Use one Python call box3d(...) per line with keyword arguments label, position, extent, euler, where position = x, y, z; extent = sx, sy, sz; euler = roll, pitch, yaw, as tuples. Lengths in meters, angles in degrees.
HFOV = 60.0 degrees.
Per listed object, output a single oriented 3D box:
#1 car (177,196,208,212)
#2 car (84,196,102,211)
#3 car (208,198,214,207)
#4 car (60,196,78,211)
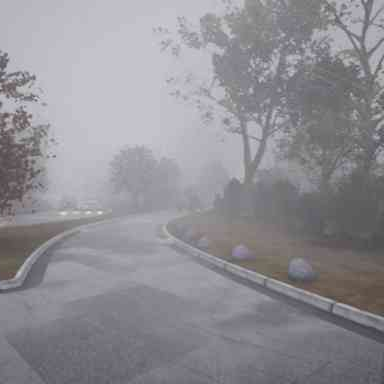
box3d(label="car", position=(-0.159, 1.521, 44.720), extent=(2.150, 2.045, 5.566), euler=(0, 1, 22))
box3d(label="car", position=(-13.961, 1.585, 47.067), extent=(2.150, 2.045, 5.566), euler=(0, 0, -17))
box3d(label="car", position=(3.914, 1.682, 54.572), extent=(2.128, 1.511, 4.902), euler=(0, 1, 24))
box3d(label="car", position=(-17.281, 1.584, 46.913), extent=(2.150, 2.045, 5.566), euler=(0, 0, -18))
